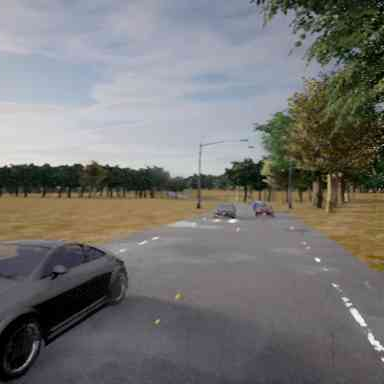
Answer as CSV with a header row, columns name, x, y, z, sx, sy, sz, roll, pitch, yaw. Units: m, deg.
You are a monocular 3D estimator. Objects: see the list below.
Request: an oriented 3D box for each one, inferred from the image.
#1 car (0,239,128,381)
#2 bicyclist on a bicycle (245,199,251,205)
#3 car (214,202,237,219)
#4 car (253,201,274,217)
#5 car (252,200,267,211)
name,x,y,z,sx,sy,sz,roll,pitch,yaw
car,-2.658,1.499,5.388,1.994,1.385,4.181,1,0,14
bicyclist on a bicycle,15.500,2.730,89.579,0.866,1.612,1.509,1,-1,4
car,3.237,1.739,31.829,1.837,1.490,4.892,1,-1,11
car,7.768,1.981,35.986,1.895,1.301,4.718,1,0,10
car,10.204,2.050,50.565,1.882,1.535,5.008,1,-1,9
